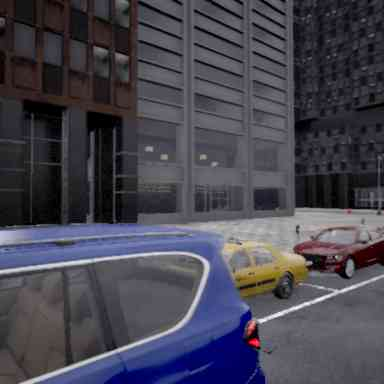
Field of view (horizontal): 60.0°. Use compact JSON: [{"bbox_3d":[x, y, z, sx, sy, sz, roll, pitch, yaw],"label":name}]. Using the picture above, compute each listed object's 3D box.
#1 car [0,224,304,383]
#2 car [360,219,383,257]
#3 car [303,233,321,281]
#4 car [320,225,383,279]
[{"bbox_3d":[-1.935,1.292,1.805,5.566,2.045,2.150,1,-2,-40],"label":"car"},{"bbox_3d":[9.375,1.905,14.603,4.507,1.381,1.887,1,-2,-40],"label":"car"},{"bbox_3d":[0.726,1.739,7.457,4.829,1.417,1.752,1,-2,-40],"label":"car"},{"bbox_3d":[5.116,1.833,11.084,4.507,1.381,1.887,1,-2,-40],"label":"car"}]
